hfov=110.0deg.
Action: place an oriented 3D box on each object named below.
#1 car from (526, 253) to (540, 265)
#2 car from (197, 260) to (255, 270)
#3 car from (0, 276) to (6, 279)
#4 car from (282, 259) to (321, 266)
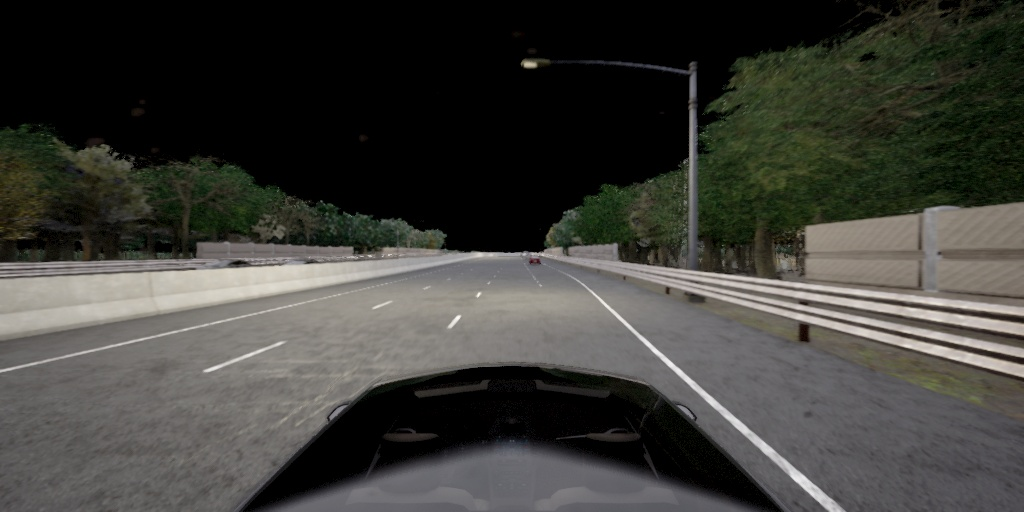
[{"bbox_3d":[3.942,0.673,63.054,1.882,1.535,5.008,0,1,0],"label":"car"},{"bbox_3d":[-24.404,1.081,30.729,1.837,1.490,4.892,0,1,1],"label":"car"},{"bbox_3d":[-27.275,1.268,16.424,1.895,1.301,4.718,0,0,-3],"label":"car"},{"bbox_3d":[-17.419,1.081,29.355,1.882,1.535,5.008,0,1,1],"label":"car"}]
